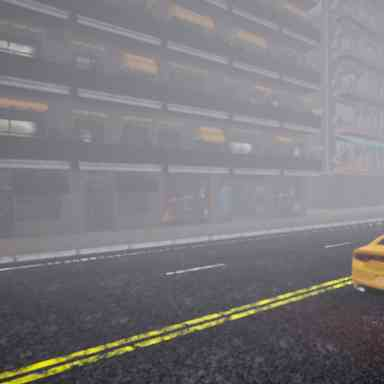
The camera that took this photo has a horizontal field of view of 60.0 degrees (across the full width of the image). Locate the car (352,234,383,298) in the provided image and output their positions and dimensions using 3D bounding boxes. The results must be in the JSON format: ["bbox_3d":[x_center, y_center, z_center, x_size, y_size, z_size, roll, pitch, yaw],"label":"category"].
[{"bbox_3d":[5.568,1.452,7.412,5.008,1.535,1.882,0,0,-36],"label":"car"}]
